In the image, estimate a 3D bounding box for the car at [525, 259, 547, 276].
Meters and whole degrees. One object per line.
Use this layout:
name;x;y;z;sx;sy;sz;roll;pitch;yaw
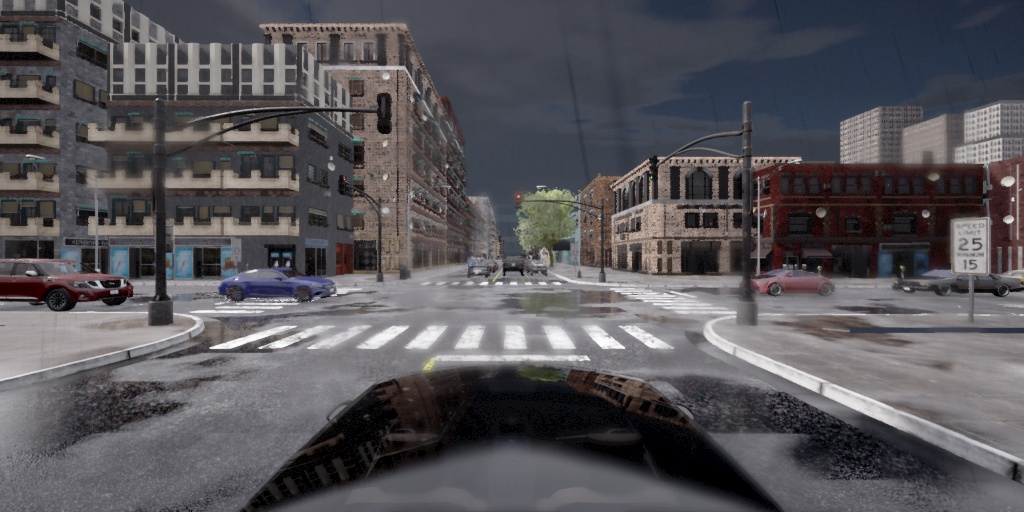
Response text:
car;2.687;1.330;37.010;2.007;1.370;4.403;0;0;0

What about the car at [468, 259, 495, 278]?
car;-3.105;1.266;34.360;2.128;1.511;4.902;0;0;0

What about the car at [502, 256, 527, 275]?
car;0.123;1.004;38.997;2.150;2.045;5.566;0;0;0

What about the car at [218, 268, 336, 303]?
car;-10.338;1.254;15.925;4.674;1.442;1.812;0;0;0

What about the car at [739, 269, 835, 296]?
car;14.717;1.387;19.308;4.181;1.385;1.994;0;0;0

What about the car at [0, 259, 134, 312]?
car;-17.278;1.013;13.289;5.009;1.841;2.192;0;0;0

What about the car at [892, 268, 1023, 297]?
car;24.018;1.412;19.376;5.357;1.411;2.033;0;0;0

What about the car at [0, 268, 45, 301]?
car;-24.040;1.241;15.831;4.181;1.385;1.994;0;0;0

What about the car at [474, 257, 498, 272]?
car;-3.102;1.143;44.254;2.097;1.767;4.553;0;0;0
